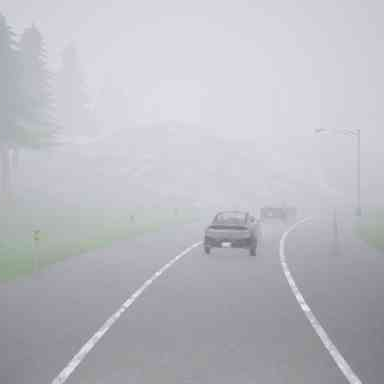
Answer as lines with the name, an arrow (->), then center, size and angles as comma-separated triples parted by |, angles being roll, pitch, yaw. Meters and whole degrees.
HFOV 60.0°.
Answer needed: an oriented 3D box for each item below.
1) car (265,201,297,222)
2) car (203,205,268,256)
car -> 6.791, 1.399, 25.812 | 1.882, 1.535, 5.008 | 0, 1, 29
car -> 1.727, 1.495, 13.170 | 2.128, 1.511, 4.902 | 0, 0, 15
